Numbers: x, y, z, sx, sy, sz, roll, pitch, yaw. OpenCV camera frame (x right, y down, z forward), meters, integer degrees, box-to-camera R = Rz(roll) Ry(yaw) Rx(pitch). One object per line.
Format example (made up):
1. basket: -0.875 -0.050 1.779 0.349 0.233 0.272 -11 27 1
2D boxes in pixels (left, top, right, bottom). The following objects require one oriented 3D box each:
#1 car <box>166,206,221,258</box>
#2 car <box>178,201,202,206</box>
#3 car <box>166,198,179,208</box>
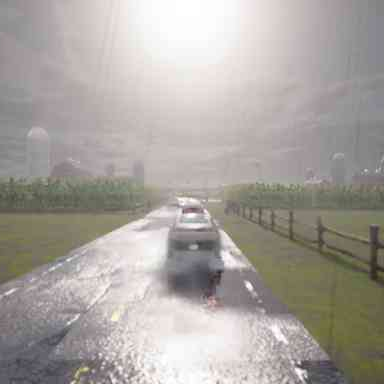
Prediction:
1. car: 0.070 1.529 12.882 2.128 1.511 4.902 0 0 0
2. car: 0.069 1.596 28.038 1.837 1.490 4.892 0 0 0
3. car: -2.832 1.688 50.677 1.837 1.490 4.892 0 0 0
